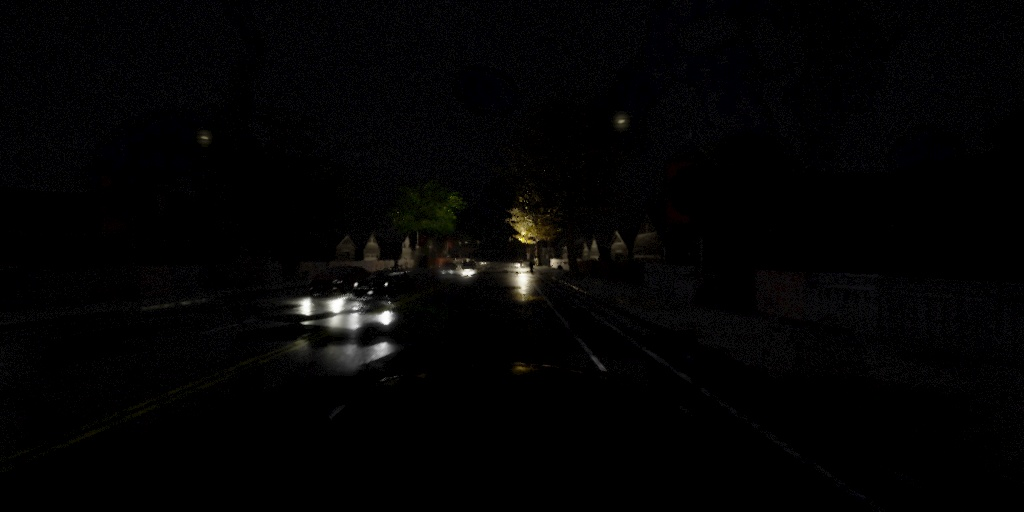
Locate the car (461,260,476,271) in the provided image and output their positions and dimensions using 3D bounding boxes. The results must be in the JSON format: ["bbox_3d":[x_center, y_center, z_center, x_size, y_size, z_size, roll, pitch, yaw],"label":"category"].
[{"bbox_3d":[-6.584,1.426,54.939,2.128,1.511,4.902,0,0,0],"label":"car"}]

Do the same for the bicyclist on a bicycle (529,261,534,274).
[{"bbox_3d":[2.198,1.340,40.425,0.582,1.620,1.656,0,0,-1],"label":"bicyclist on a bicycle"}]

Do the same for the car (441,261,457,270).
[{"bbox_3d":[-9.828,1.504,56.334,1.994,1.385,4.181,0,0,0],"label":"car"}]

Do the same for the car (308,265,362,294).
[{"bbox_3d":[-9.853,1.295,20.980,1.882,1.535,5.008,0,0,0],"label":"car"}]

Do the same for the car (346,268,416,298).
[{"bbox_3d":[-6.604,1.412,18.945,1.895,1.301,4.718,0,0,0],"label":"car"}]
